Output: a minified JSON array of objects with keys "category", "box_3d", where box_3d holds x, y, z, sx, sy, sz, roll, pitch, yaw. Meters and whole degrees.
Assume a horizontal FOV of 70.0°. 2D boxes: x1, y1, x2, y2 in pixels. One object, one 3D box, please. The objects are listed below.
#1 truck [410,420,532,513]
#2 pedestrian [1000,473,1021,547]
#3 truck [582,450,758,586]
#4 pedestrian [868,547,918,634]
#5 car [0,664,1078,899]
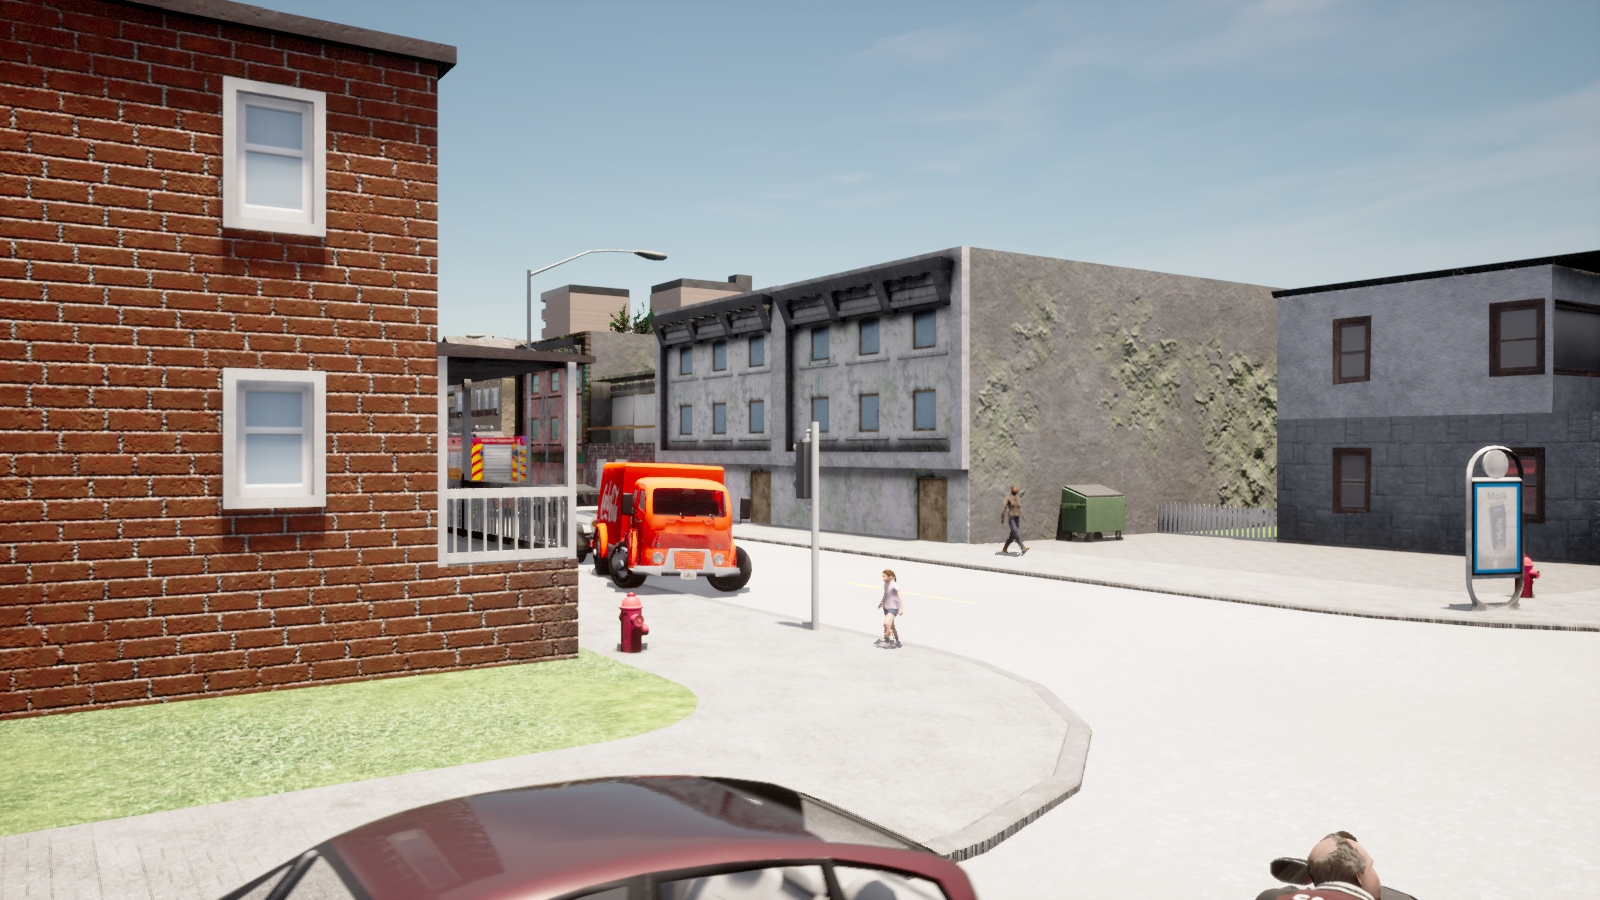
[{"category":"truck","box_3d":[-14.877,0.670,51.196,2.891,3.827,8.468,0,0,-33]},{"category":"pedestrian","box_3d":[5.355,1.525,29.084,0.375,1.860,0.375,0,0,-28]},{"category":"truck","box_3d":[-2.868,1.294,23.855,2.627,2.467,5.204,3,-1,-17]},{"category":"pedestrian","box_3d":[1.266,1.897,15.570,0.500,1.100,0.500,0,0,-27]},{"category":"car","box_3d":[-1.058,1.806,3.736,3.705,1.549,1.789,0,0,-34]}]
